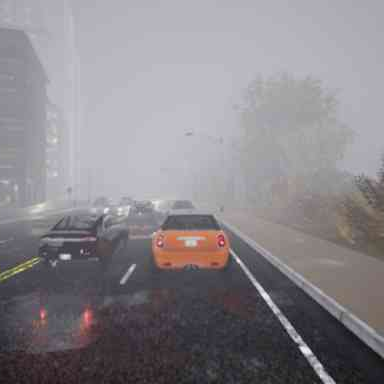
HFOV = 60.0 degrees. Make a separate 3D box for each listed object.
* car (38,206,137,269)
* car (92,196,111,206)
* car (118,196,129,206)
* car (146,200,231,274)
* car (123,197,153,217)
[{"bbox_3d":[-3.326,1.448,11.011,2.128,1.511,4.902,0,0,-1],"label":"car"},{"bbox_3d":[-11.953,1.321,44.261,1.837,1.490,4.892,0,0,-5],"label":"car"},{"bbox_3d":[-8.727,1.334,44.692,1.812,1.442,4.674,0,0,-5],"label":"car"},{"bbox_3d":[-0.069,1.307,10.552,2.097,1.767,4.553,0,0,-1],"label":"car"},{"bbox_3d":[-3.969,1.379,26.932,2.128,1.511,4.902,0,0,-3],"label":"car"}]
